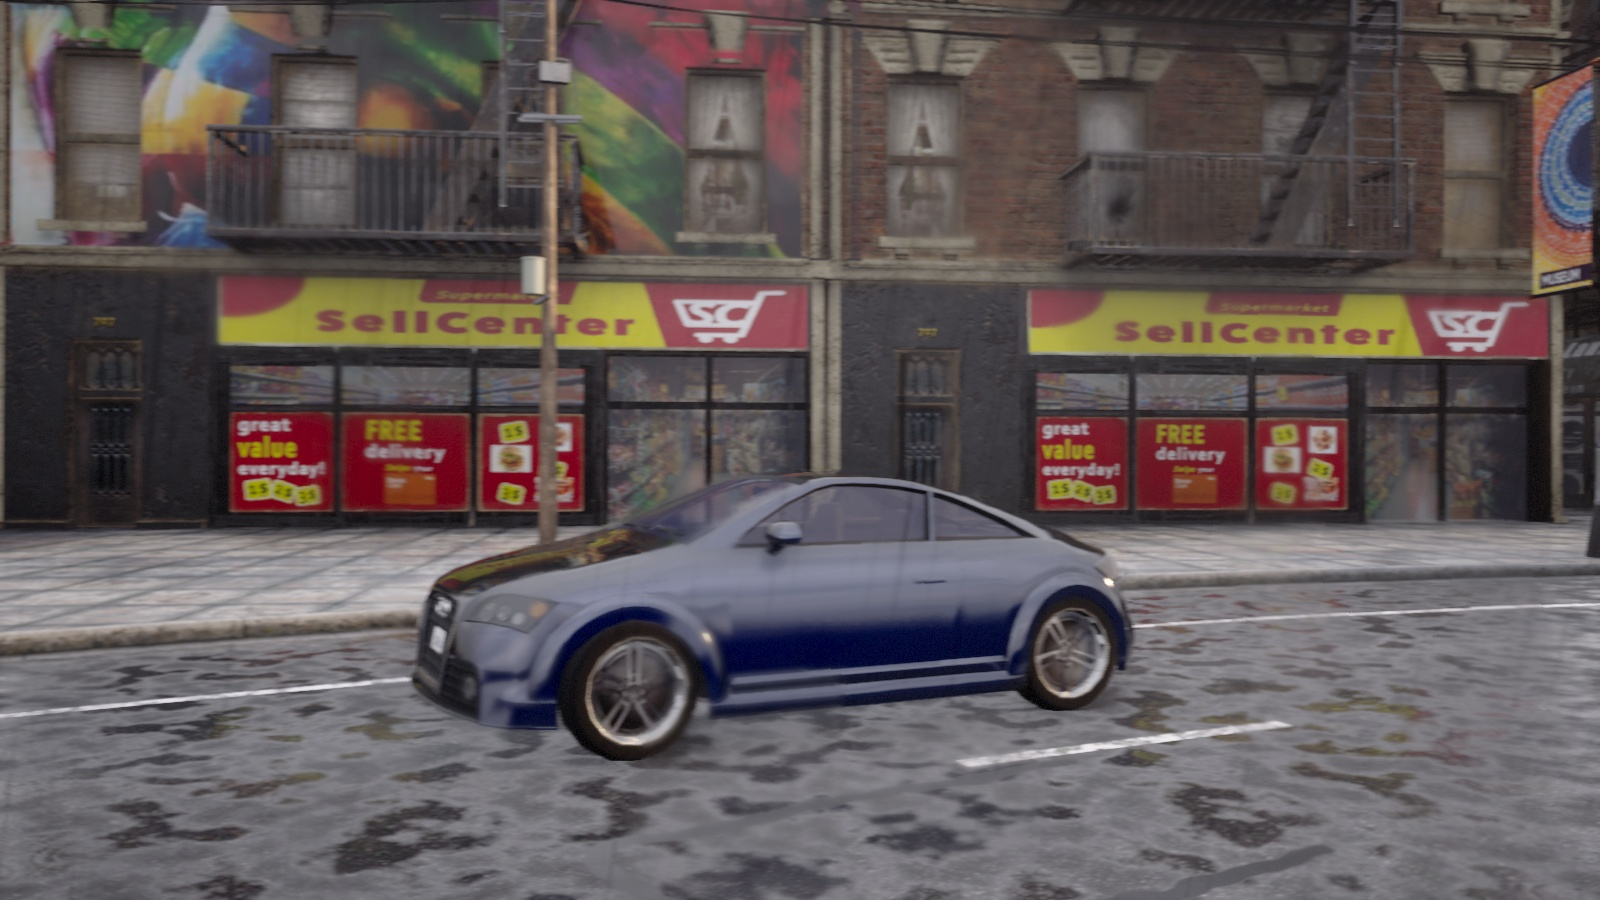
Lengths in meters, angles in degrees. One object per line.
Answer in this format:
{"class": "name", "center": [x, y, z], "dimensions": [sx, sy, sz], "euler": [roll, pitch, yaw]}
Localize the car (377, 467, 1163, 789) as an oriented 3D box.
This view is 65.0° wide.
{"class": "car", "center": [-0.174, 0.820, 7.407], "dimensions": [4.181, 1.385, 1.994], "euler": [0, 0, -26]}
